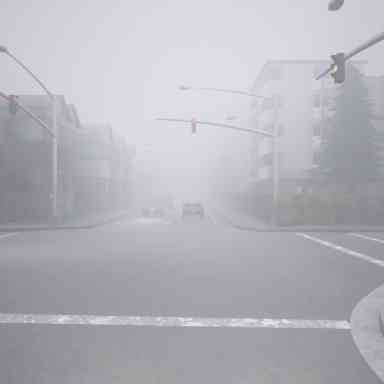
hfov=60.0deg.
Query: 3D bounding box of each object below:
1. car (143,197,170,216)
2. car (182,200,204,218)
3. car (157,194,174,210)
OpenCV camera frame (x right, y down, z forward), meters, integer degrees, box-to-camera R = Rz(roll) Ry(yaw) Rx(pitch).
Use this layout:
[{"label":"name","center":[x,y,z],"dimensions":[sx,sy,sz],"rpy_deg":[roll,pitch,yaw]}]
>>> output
[{"label":"car","center":[-3.589,1.491,32.324],"dimensions":[2.128,1.511,4.902],"rpy_deg":[0,0,0]},{"label":"car","center":[0.090,1.491,30.465],"dimensions":[2.128,1.511,4.902],"rpy_deg":[0,0,0]},{"label":"car","center":[-3.566,1.221,42.900],"dimensions":[2.150,2.045,5.566],"rpy_deg":[0,0,0]}]
